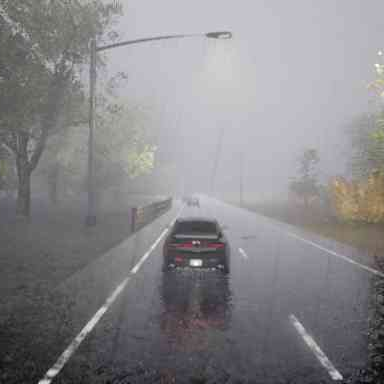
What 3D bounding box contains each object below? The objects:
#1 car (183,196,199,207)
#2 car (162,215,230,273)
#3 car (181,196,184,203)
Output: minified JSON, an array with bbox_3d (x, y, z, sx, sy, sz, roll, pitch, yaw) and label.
[{"bbox_3d":[0.134,1.522,52.699,2.128,1.511,4.902,1,0,-2],"label":"car"},{"bbox_3d":[0.142,1.515,10.704,1.837,1.490,4.892,1,0,1],"label":"car"},{"bbox_3d":[-1.299,1.546,71.978,1.812,1.442,4.674,1,0,-7],"label":"car"}]
